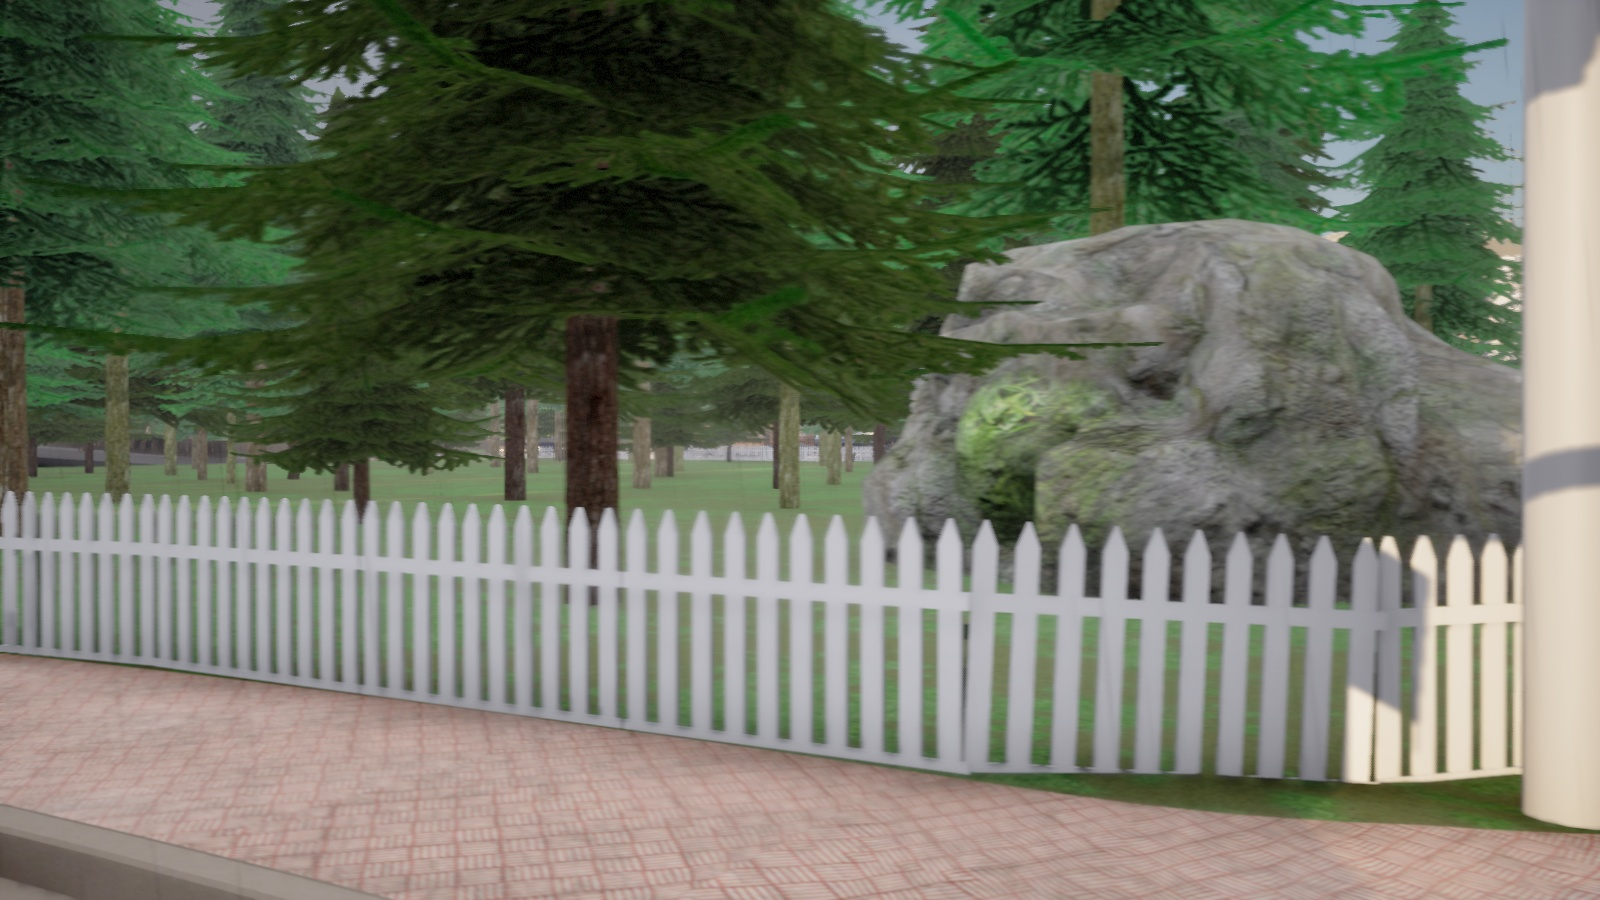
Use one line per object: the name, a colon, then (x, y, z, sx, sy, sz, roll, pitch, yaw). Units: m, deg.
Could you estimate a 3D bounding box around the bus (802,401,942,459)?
bus: (5.484, -1.492, 97.190, 10.273, 4.253, 3.944, -1, 1, 37)
